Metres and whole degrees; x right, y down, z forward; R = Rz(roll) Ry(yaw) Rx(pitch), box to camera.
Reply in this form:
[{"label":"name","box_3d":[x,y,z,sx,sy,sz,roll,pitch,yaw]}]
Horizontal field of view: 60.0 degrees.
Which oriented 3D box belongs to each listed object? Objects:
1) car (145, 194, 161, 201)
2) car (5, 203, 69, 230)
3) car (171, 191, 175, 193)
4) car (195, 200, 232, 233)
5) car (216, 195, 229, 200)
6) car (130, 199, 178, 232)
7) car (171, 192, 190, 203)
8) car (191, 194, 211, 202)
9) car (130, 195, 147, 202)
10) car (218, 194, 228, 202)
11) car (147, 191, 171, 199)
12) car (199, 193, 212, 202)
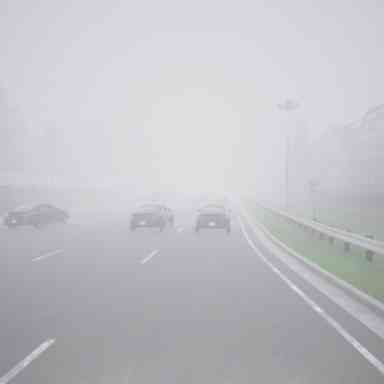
[{"label":"car","box_3d":[-7.773,1.086,66.373,2.033,1.411,5.357,0,0,6]},{"label":"car","box_3d":[-9.181,1.372,20.007,1.812,1.442,4.674,0,1,6]},{"label":"car","box_3d":[-4.290,0.779,66.024,2.150,2.045,5.566,0,0,6]},{"label":"car","box_3d":[1.242,1.395,18.735,1.812,1.442,4.674,0,1,6]},{"label":"car","box_3d":[4.664,1.254,50.243,1.895,1.301,4.718,0,0,6]},{"label":"car","box_3d":[-2.237,1.387,19.111,1.812,1.442,4.674,0,1,6]},{"label":"car","box_3d":[-1.889,1.132,55.675,1.812,1.442,4.674,0,0,6]},{"label":"car","box_3d":[1.545,1.108,54.884,2.128,1.511,4.902,0,0,6]},{"label":"car","box_3d":[-8.894,1.142,56.014,2.033,1.411,5.357,0,0,6]},{"label":"car","box_3d":[6.170,1.152,65.090,1.895,1.301,4.718,0,0,6]},{"label":"car","box_3d":[-5.410,0.823,55.665,2.150,2.045,5.566,0,0,6]},{"label":"car","box_3d":[2.666,1.038,65.243,2.128,1.511,4.902,0,0,6]}]
